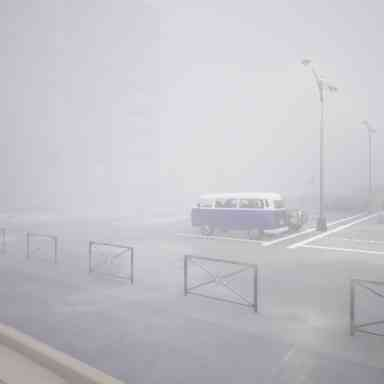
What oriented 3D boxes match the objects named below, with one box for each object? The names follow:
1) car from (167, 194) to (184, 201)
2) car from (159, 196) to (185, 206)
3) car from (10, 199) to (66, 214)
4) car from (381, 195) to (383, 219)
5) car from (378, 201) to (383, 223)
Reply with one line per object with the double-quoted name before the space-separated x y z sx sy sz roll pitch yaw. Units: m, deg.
"car" -3.884 1.285 77.466 1.851 1.617 3.988 0 0 36
"car" -3.067 1.422 52.684 1.882 1.535 5.008 0 0 36
"car" -15.937 1.491 34.842 2.033 1.411 5.357 0 0 36
"car" 17.224 1.153 25.499 4.605 1.855 1.932 0 0 36
"car" 13.977 1.395 20.962 3.806 1.475 1.970 0 0 36
